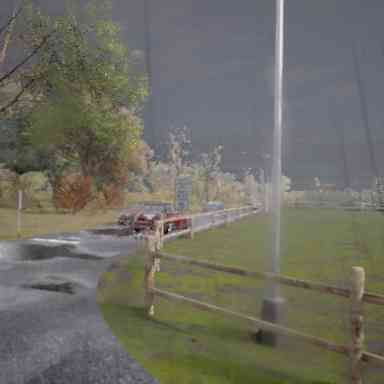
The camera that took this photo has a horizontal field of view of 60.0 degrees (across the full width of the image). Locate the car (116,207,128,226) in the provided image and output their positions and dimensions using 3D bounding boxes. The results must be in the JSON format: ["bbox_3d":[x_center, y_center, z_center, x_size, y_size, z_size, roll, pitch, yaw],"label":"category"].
[{"bbox_3d":[-3.402,1.434,23.508,2.097,1.767,4.553,1,0,20],"label":"car"}]

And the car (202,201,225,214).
[{"bbox_3d":[2.663,1.825,40.523,1.812,1.442,4.674,1,0,20],"label":"car"}]

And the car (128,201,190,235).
[{"bbox_3d":[-1.571,1.437,19.870,2.097,1.767,4.553,1,0,19],"label":"car"}]

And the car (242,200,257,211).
[{"bbox_3d":[8.551,1.947,48.428,1.837,1.490,4.892,1,0,20],"label":"car"}]
